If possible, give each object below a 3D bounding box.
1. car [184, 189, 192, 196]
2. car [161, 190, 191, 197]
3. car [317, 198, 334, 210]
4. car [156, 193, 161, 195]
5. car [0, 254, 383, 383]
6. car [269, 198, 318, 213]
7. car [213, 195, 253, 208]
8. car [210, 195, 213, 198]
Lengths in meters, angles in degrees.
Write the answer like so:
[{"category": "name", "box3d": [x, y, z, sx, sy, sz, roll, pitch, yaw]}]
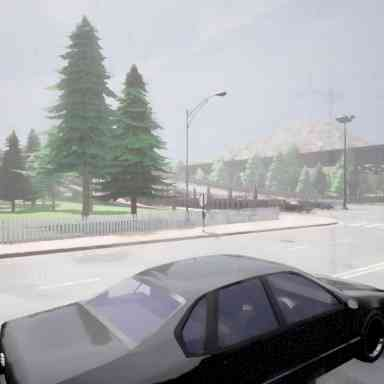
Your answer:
[{"category": "car", "box3d": [-1.933, 0.114, 65.583, 2.128, 1.511, 4.902, 0, 6, -36]}, {"category": "car", "box3d": [-2.671, 0.928, 54.832, 1.994, 1.385, 4.181, 0, 4, -37]}, {"category": "car", "box3d": [15.585, 1.494, 42.328, 2.128, 1.511, 4.902, 0, 0, -37]}, {"category": "car", "box3d": [-5.471, 0.054, 64.451, 1.994, 1.385, 4.181, 0, 6, -36]}, {"category": "car", "box3d": [0.548, 1.548, 4.137, 5.357, 1.411, 2.033, 0, 0, -35]}, {"category": "car", "box3d": [11.002, 1.607, 36.721, 1.895, 1.301, 4.718, 0, 0, -36]}, {"category": "car", "box3d": [5.495, 1.460, 44.036, 2.128, 1.511, 4.902, 0, 1, -37]}, {"category": "car", "box3d": [3.691, 1.215, 52.207, 2.128, 1.511, 4.902, 0, 3, -37]}]
